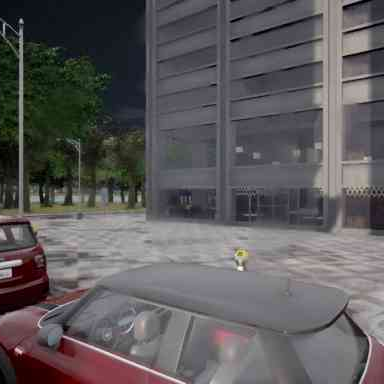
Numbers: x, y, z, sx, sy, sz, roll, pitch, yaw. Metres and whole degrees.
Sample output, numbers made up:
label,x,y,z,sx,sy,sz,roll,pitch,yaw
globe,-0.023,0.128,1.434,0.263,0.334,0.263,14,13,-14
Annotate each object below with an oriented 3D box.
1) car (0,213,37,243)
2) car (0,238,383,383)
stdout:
label,x,y,z,sx,sy,sz,roll,pitch,yaw
car,-4.780,1.315,6.367,5.009,1.841,2.192,0,0,35
car,-0.351,1.440,3.212,4.097,1.590,1.967,0,0,35
